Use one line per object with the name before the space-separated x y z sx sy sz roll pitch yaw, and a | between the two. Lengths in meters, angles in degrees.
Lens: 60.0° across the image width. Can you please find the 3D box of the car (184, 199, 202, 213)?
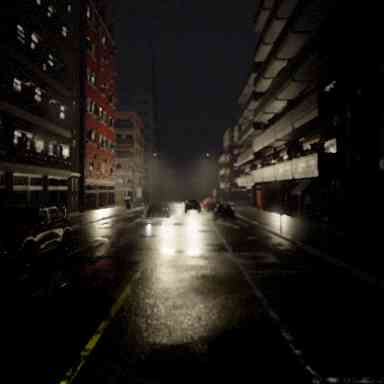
car | 0.094 1.670 40.368 1.837 1.490 4.892 0 0 0

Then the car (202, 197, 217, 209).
car | 2.671 1.652 51.099 1.967 1.590 4.097 -1 0 0

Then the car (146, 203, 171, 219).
car | -3.004 1.725 30.452 1.994 1.385 4.181 0 0 0

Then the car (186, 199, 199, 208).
car | 0.093 1.781 52.219 1.994 1.385 4.181 0 0 0

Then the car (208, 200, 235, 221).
car | 2.676 1.664 28.359 2.008 1.369 4.403 -1 0 0

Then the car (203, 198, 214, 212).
car | 2.674 1.707 39.730 1.887 1.381 4.507 -1 0 0

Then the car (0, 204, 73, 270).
car | -5.705 1.360 11.309 2.192 1.841 5.009 -1 0 0
